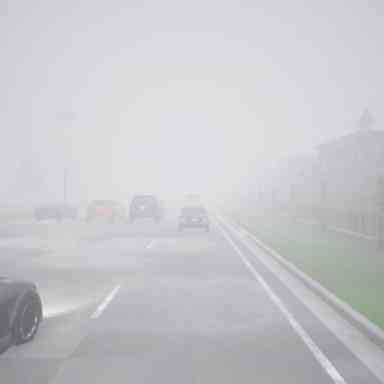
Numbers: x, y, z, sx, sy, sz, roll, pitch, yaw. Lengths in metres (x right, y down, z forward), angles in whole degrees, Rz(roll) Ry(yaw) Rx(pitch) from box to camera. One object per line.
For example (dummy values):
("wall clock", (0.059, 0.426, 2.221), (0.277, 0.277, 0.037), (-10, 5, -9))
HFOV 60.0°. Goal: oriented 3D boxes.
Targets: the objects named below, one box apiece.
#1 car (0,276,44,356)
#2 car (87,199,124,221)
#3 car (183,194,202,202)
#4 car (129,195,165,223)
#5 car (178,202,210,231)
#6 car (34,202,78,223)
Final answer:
("car", (-3.398, 1.562, 3.712), (1.994, 1.385, 4.181), (0, 0, 0))
("car", (-6.896, 1.337, 26.958), (2.097, 1.767, 4.553), (0, 0, 0))
("car", (0.095, 1.201, 41.493), (2.150, 2.045, 5.566), (0, 0, 0))
("car", (-3.396, 1.207, 25.631), (2.150, 2.045, 5.566), (0, 0, 0))
("car", (0.103, 1.537, 20.301), (2.033, 1.411, 5.357), (0, 0, 0))
("car", (-10.396, 1.478, 25.800), (2.128, 1.511, 4.902), (0, 0, 0))
